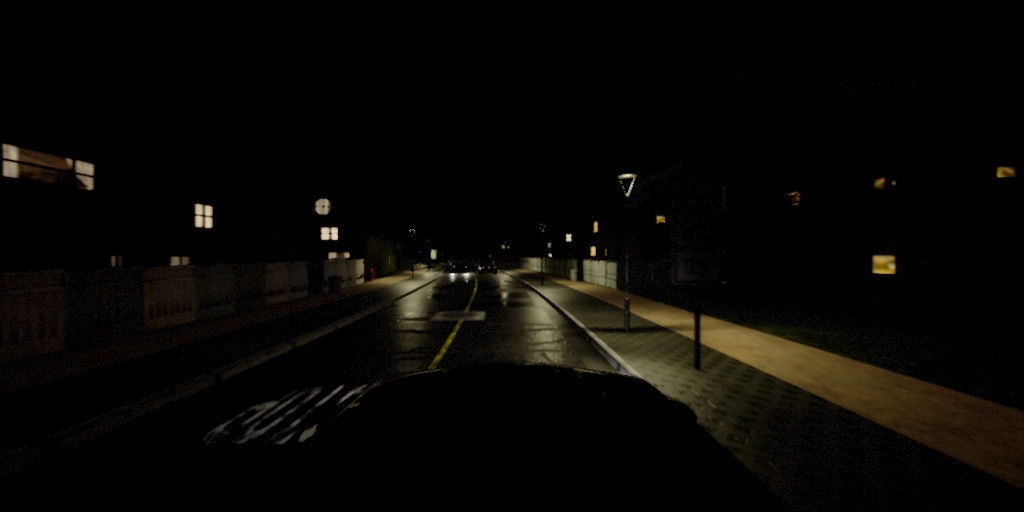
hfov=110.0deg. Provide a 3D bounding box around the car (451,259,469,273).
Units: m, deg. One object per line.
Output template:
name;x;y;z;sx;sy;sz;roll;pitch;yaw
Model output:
car;-6.118;1.143;42.387;1.882;1.535;5.008;0;0;-9

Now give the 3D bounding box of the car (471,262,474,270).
car;-4.477;1.249;48.846;1.994;1.385;4.181;0;0;-11

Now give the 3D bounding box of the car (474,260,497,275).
car;-2.634;1.199;37.830;2.033;1.411;5.357;0;0;-9
